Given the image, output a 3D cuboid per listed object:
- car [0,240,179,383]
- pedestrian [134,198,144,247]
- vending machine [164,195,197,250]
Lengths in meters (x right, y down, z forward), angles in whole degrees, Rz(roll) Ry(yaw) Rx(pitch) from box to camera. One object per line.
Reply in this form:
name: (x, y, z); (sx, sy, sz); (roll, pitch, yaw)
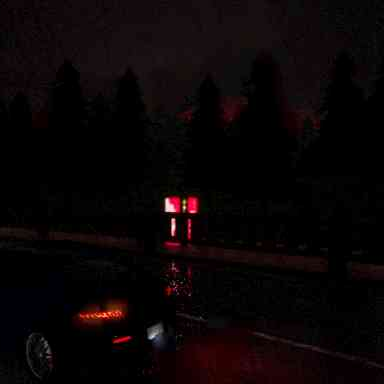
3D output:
car: (-2.382, 1.525, 5.312); (4.674, 1.442, 1.812); (0, 0, 33)
pedestrian: (-1.989, 1.141, 12.701); (0.375, 1.860, 0.375); (0, 0, 31)
vending machine: (-0.438, 1.195, 13.472); (0.880, 2.100, 1.100); (0, 0, 31)
